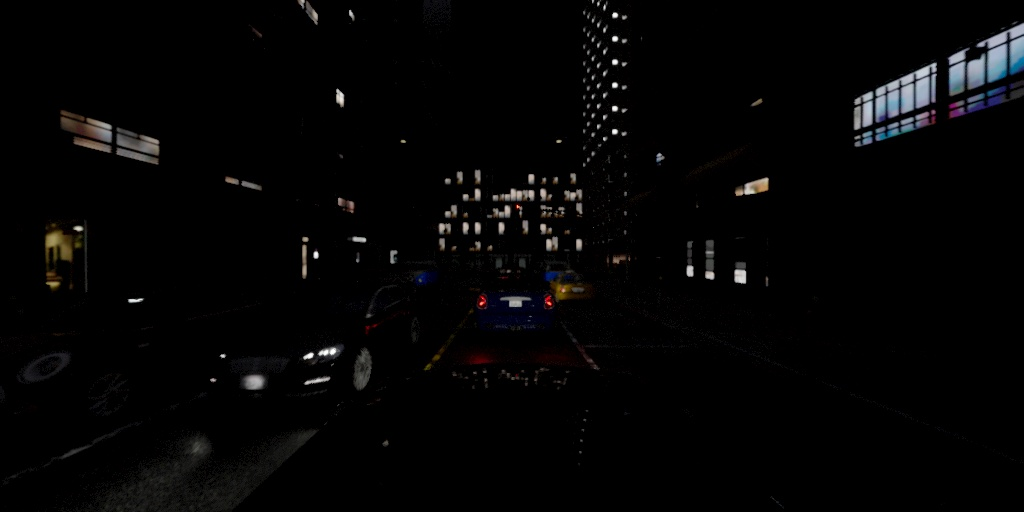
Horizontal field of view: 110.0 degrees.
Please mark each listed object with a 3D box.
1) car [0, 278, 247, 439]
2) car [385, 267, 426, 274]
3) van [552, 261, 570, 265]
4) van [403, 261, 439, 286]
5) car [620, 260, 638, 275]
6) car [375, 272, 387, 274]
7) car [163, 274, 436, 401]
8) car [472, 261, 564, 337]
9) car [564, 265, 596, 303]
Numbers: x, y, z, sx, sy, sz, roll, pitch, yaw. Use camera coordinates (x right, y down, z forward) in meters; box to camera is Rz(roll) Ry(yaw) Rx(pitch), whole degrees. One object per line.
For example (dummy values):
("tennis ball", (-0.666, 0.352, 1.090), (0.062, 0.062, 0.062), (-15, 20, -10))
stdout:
("car", (-5.691, 1.208, 5.489), (1.967, 1.591, 4.097), (0, 0, 0))
("car", (-5.690, 1.371, 16.693), (2.007, 1.370, 4.403), (0, 0, 0))
("van", (2.691, 1.187, 22.265), (1.690, 1.789, 3.998), (0, 0, 0))
("van", (-5.690, 1.188, 22.294), (1.690, 1.789, 3.998), (0, 0, 0))
("car", (15.236, 1.282, 41.602), (5.009, 1.841, 2.192), (0, 0, 0))
("car", (-5.691, 1.360, 11.090), (1.948, 1.339, 4.313), (0, 0, 0))
("car", (-3.097, 1.265, 6.762), (2.128, 1.511, 4.902), (0, 0, 0))
("car", (0.083, 1.145, 10.543), (2.097, 1.767, 4.553), (0, 0, 0))
("car", (2.691, 1.345, 16.833), (1.751, 1.417, 4.829), (0, 0, 0))
